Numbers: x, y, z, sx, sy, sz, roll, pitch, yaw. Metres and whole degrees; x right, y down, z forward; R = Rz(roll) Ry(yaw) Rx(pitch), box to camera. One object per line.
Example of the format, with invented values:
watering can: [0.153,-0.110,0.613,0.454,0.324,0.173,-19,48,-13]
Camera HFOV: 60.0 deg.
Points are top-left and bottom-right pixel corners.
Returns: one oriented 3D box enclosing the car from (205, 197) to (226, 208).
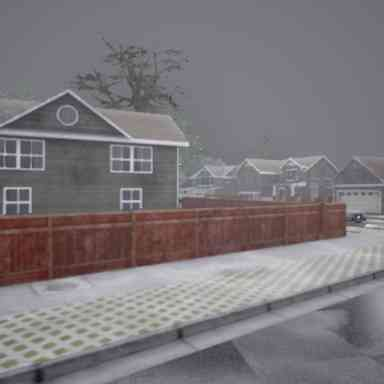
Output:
car: [2.653,1.361,41.183,1.812,1.442,4.674,0,0,-26]

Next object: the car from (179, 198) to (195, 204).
car: [-0.696,1.394,54.250,1.895,1.301,4.718,0,0,-28]

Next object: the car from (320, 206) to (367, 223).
car: [10.339,1.487,24.006,1.994,1.385,4.181,0,0,-23]

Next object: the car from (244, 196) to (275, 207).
car: [6.982,1.234,31.840,2.097,1.767,4.553,0,0,-25]
